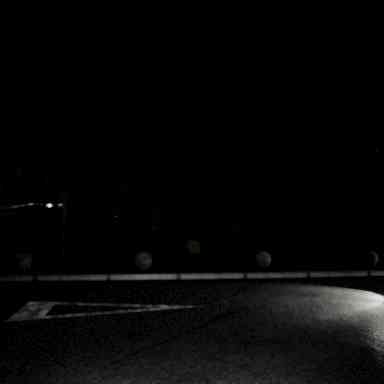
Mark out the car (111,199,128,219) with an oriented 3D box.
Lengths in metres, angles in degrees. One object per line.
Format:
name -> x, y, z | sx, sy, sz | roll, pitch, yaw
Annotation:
car -> -7.433, 1.434, 22.863 | 5.366, 1.575, 1.946 | 2, 1, -6

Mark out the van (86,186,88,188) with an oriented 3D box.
van -> -25.858, -0.082, 73.184 | 4.442, 1.987, 1.878 | 2, 1, -6

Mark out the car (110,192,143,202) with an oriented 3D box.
car -> -10.955, 0.826, 55.976 | 5.366, 1.575, 1.946 | 2, 1, -6

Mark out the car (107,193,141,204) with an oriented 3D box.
car -> -10.213, 0.963, 50.473 | 4.792, 1.488, 2.163 | 2, 1, -6

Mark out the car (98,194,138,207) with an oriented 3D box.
car -> -9.307, 1.124, 42.199 | 4.674, 1.452, 2.002 | 2, 1, -6

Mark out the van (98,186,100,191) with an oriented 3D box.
van -> -27.108, -0.381, 87.149 | 4.442, 1.987, 1.878 | 2, 1, -6

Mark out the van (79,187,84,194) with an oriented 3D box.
van -> -25.033, 0.026, 67.631 | 4.442, 1.987, 1.878 | 2, 1, -6

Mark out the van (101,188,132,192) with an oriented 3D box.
van -> -9.474, 0.811, 44.967 | 4.442, 1.987, 1.878 | 2, 1, -6

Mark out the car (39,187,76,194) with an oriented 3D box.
car -> -24.287, 0.148, 59.254 | 5.566, 2.045, 2.435 | 2, 1, -6

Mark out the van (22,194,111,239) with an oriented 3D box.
van -> -6.771, 1.318, 17.348 | 4.442, 1.987, 1.878 | 2, 1, -6

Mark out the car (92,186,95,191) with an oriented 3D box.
car -> -26.313, 0.066, 78.776 | 4.792, 1.488, 2.163 | 2, 1, -6

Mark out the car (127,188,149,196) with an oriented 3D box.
car -> -14.019, -0.009, 86.348 | 5.566, 2.045, 2.435 | 2, 1, -6

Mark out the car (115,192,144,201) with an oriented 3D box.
car -> -11.036, 0.814, 58.759 | 4.792, 1.488, 2.163 | 2, 1, -6

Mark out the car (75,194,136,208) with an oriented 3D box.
car -> -8.122, 1.287, 31.160 | 5.008, 1.535, 2.097 | 2, 1, -6

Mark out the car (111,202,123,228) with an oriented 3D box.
car -> -6.926, 1.525, 20.126 | 4.792, 1.488, 2.163 | 2, 1, -6

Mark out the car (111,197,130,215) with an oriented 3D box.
car -> -7.513, 1.420, 25.645 | 4.792, 1.488, 2.163 | 2, 1, -6

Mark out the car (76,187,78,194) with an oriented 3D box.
car -> -24.747, 0.341, 62.028 | 5.366, 1.575, 1.946 | 2, 1, -6

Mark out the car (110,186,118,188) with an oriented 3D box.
car -> -18.869, -0.106, 84.145 | 2.150, 2.045, 5.566 | 2, 1, -6

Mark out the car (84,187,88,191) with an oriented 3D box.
car -> -25.457, 0.198, 70.409 | 5.008, 1.535, 2.097 | 2, 1, -6

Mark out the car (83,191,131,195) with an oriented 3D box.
car -> -8.387, 1.111, 33.920 | 4.553, 1.767, 2.185 | 2, 1, -6

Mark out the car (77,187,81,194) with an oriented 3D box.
car -> -24.858, 0.339, 64.836 | 4.674, 1.452, 2.002 | 2, 1, -6

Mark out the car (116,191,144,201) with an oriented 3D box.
car -> -11.351, 0.735, 61.515 | 4.892, 1.521, 2.231 | 2, 1, -6

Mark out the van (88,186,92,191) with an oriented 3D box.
van -> -25.923, -0.132, 75.994 | 4.442, 1.987, 1.878 | 2, 1, -6

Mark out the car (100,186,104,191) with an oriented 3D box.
car -> -27.547, -0.482, 89.917 | 5.566, 2.045, 2.435 | 2, 1, -6

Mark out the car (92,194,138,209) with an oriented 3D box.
car -> -9.014, 1.134, 39.437 | 5.008, 1.535, 2.097 | 2, 1, -6

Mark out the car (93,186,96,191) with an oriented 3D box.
car -> -26.642, 0.013, 81.564 | 4.674, 1.452, 2.002 | 2, 1, -6

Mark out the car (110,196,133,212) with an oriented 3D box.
car -> -7.841, 1.340, 28.399 | 4.892, 1.521, 2.231 | 2, 1, -6

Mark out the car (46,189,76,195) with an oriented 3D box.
car -> -18.169, 0.764, 46.489 | 1.882, 1.535, 5.008 | 2, 1, -6

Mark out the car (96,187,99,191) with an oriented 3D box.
car -> -26.928, -0.091, 84.351 | 4.892, 1.521, 2.231 | 2, 1, -6
